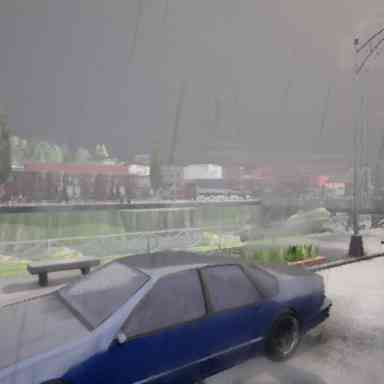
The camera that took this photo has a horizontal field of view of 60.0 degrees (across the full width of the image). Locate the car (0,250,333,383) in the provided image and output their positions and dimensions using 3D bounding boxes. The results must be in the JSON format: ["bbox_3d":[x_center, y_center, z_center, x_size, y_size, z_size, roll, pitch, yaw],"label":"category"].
[{"bbox_3d":[-0.358,1.549,4.351,5.357,1.411,2.033,0,0,-35],"label":"car"}]
